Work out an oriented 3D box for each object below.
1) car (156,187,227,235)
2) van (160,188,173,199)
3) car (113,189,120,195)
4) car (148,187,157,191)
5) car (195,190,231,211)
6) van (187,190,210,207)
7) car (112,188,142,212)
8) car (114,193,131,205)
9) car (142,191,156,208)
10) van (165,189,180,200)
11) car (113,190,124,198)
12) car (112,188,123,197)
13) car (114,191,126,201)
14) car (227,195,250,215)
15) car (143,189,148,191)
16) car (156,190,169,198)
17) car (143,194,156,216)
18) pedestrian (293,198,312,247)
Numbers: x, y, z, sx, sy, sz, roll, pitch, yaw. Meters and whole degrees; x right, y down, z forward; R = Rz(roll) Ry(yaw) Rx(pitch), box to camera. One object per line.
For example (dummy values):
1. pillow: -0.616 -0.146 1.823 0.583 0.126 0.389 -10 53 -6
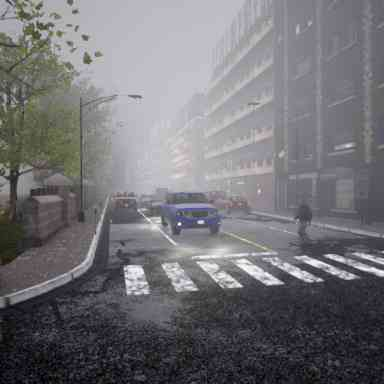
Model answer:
1. car: -0.261 0.928 17.278 2.150 2.045 5.566 0 1 -14
2. van: -4.527 0.269 59.665 1.690 1.788 3.998 1 1 -14
3. car: -20.457 -0.043 89.911 1.947 1.339 4.313 1 1 -14
4. car: -4.733 0.339 49.417 2.150 2.045 5.566 0 1 -13
5. car: 1.957 0.730 32.823 2.192 1.841 5.009 1 1 -14
6. van: 0.660 0.659 38.192 1.690 1.788 3.998 1 1 -14
7. car: -6.188 0.779 30.857 2.192 1.841 5.009 1 1 -14
8. car: -8.786 0.835 41.598 1.947 1.339 4.313 1 1 -14
9. car: -4.851 0.908 36.308 2.033 1.411 5.357 0 1 -14
10. van: -3.230 0.366 54.298 1.690 1.788 3.998 1 1 -14
11. car: -13.973 0.430 63.070 2.008 1.369 4.403 1 1 -14
12. car: -16.562 -0.001 73.803 2.192 1.841 5.009 1 1 -14
13. car: -11.339 0.602 52.168 1.752 1.417 4.829 1 1 -14
14. car: 3.252 0.953 27.457 1.967 1.590 4.097 1 1 -14
15. car: -7.165 0.461 59.470 1.812 1.442 4.674 0 1 -14
16. car: -5.866 0.353 65.201 1.752 1.417 4.829 1 1 -14
17. car: -2.508 1.101 26.590 1.994 1.385 4.181 0 1 -14
18. pedestrian: 4.067 1.089 12.141 0.375 1.860 0.375 1 0 -14
